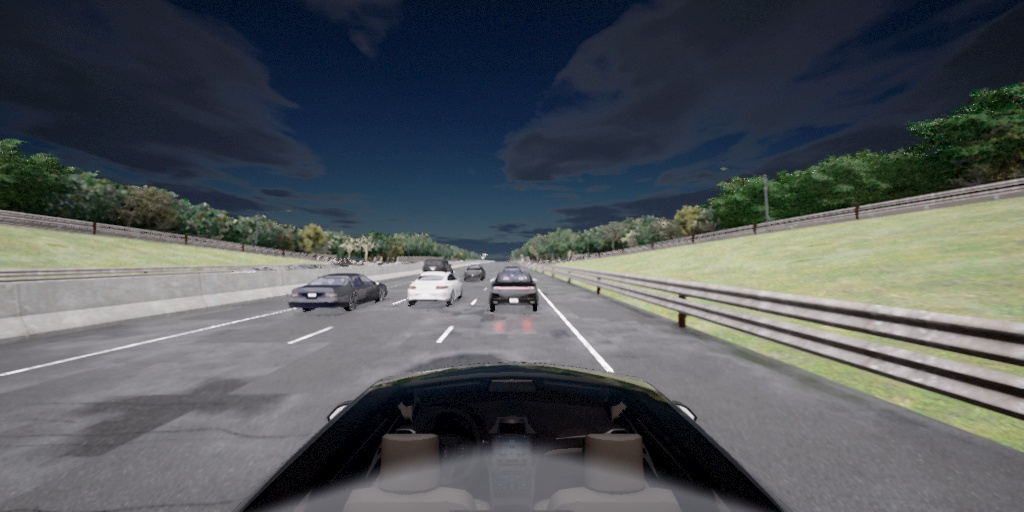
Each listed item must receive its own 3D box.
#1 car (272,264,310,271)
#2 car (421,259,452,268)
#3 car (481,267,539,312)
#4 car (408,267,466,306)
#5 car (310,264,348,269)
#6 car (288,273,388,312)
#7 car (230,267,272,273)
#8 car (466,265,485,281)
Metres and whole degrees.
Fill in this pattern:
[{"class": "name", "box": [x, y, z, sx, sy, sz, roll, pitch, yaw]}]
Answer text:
[{"class": "car", "box": [-21.299, 1.602, 36.186, 2.128, 1.511, 4.902, 0, -1, -1]}, {"class": "car", "box": [-7.071, 1.317, 34.336, 2.150, 2.045, 5.566, 0, -1, -1]}, {"class": "car", "box": [0.070, 1.376, 15.046, 2.128, 1.511, 4.902, 0, -1, 0]}, {"class": "car", "box": [-3.428, 1.425, 16.477, 1.812, 1.442, 4.674, 0, 0, 0]}, {"class": "car", "box": [-17.797, 1.615, 36.057, 1.837, 1.490, 4.892, 0, -1, -1]}, {"class": "car", "box": [-6.927, 1.431, 14.920, 2.033, 1.411, 5.357, 0, -1, 0]}, {"class": "car", "box": [-24.769, 1.695, 34.698, 1.895, 1.301, 4.718, 0, -1, -1]}, {"class": "car", "box": [-3.597, 1.598, 35.256, 2.128, 1.511, 4.902, 0, -1, -1]}]
